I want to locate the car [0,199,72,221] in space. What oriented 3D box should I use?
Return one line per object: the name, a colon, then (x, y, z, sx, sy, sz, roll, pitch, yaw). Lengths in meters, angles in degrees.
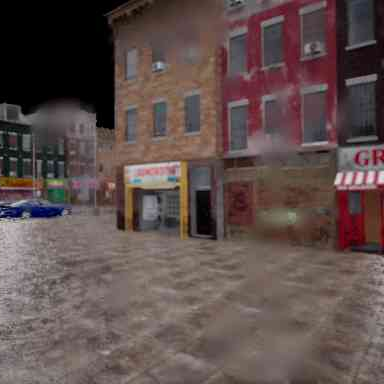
car: (-11.334, 1.262, 24.548, 1.882, 1.535, 5.008, -1, 0, 35)
